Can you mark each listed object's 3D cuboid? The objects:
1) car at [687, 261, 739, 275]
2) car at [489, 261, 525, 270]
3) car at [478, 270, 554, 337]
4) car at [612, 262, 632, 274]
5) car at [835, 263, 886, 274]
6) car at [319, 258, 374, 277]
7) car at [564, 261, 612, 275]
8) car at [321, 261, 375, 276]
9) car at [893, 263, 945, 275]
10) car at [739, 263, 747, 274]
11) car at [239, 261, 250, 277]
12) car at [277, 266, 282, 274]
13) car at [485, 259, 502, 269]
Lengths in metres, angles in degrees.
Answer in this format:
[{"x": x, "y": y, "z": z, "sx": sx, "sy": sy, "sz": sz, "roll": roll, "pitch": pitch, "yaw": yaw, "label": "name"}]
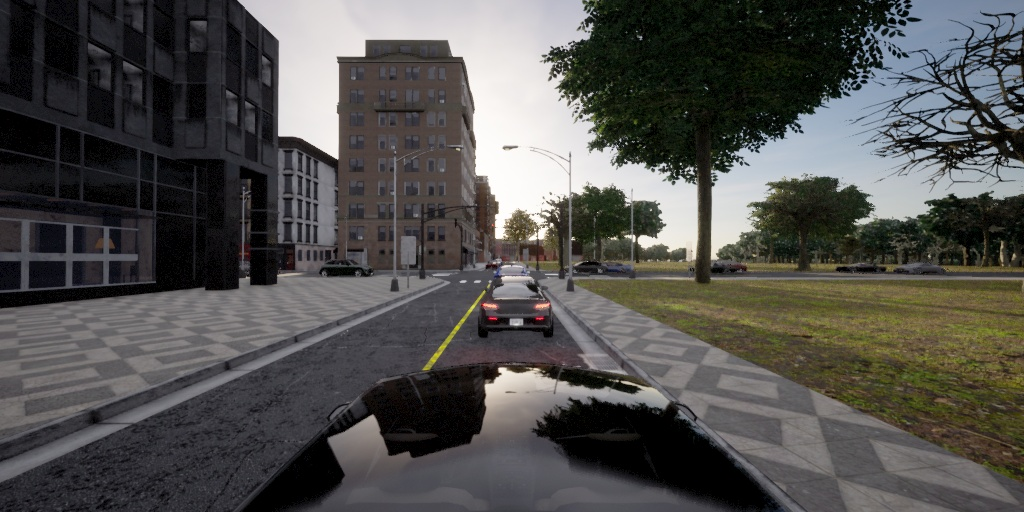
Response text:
[{"x": 22.243, "y": 1.427, "z": 40.173, "sx": 4.718, "sy": 1.301, "sz": 1.895, "roll": 0, "pitch": -1, "yaw": 0, "label": "car"}, {"x": -0.014, "y": 1.241, "z": 19.532, "sx": 1.882, "sy": 1.535, "sz": 5.008, "roll": 0, "pitch": 0, "yaw": 0, "label": "car"}, {"x": 0.076, "y": 1.280, "z": 10.143, "sx": 1.812, "sy": 1.442, "sz": 4.674, "roll": 0, "pitch": 0, "yaw": -1, "label": "car"}, {"x": 11.775, "y": 1.400, "z": 43.389, "sx": 5.357, "sy": 1.411, "sz": 2.033, "roll": 0, "pitch": -1, "yaw": 0, "label": "car"}, {"x": 42.170, "y": 1.494, "z": 43.474, "sx": 4.718, "sy": 1.301, "sz": 1.895, "roll": 0, "pitch": -1, "yaw": 0, "label": "car"}, {"x": -15.245, "y": 1.074, "z": 33.293, "sx": 4.553, "sy": 1.767, "sz": 2.097, "roll": 0, "pitch": -1, "yaw": 0, "label": "car"}, {"x": 8.224, "y": 1.318, "z": 40.104, "sx": 4.892, "sy": 1.490, "sz": 1.837, "roll": 0, "pitch": -1, "yaw": 0, "label": "car"}, {"x": -16.626, "y": 1.284, "z": 36.540, "sx": 4.674, "sy": 1.442, "sz": 1.812, "roll": 0, "pitch": -1, "yaw": -2, "label": "car"}, {"x": 45.611, "y": 1.429, "z": 40.211, "sx": 4.181, "sy": 1.385, "sz": 1.994, "roll": 0, "pitch": -1, "yaw": 0, "label": "car"}, {"x": 25.659, "y": 1.344, "z": 43.440, "sx": 5.008, "sy": 1.535, "sz": 1.882, "roll": 0, "pitch": -1, "yaw": 0, "label": "car"}, {"x": -25.213, "y": 1.216, "z": 33.242, "sx": 4.902, "sy": 1.511, "sz": 2.128, "roll": 0, "pitch": -1, "yaw": 0, "label": "car"}, {"x": -26.145, "y": 1.265, "z": 36.488, "sx": 4.892, "sy": 1.490, "sz": 1.837, "roll": 0, "pitch": -1, "yaw": 0, "label": "car"}, {"x": -3.082, "y": 1.429, "z": 56.216, "sx": 1.895, "sy": 1.301, "sz": 4.718, "roll": 0, "pitch": 0, "yaw": 1, "label": "car"}]
